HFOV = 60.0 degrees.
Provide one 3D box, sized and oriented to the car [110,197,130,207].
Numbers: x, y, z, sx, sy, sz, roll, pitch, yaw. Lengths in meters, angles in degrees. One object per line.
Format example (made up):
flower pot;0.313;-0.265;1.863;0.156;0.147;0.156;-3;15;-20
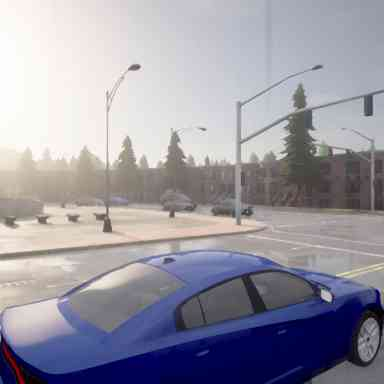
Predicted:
car;-11.851;1.478;51.294;5.008;1.535;1.882;0;0;30

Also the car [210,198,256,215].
car;4.307;1.478;35.629;1.882;1.535;5.008;0;0;-37

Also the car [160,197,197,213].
car;-1.519;1.564;37.511;1.994;1.385;4.181;0;0;-38

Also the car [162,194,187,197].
car;-1.841;1.222;43.309;2.150;2.045;5.566;0;0;-44

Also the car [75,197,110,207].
car;-15.037;1.493;49.118;4.902;1.511;2.128;0;0;27

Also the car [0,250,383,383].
car;0.427;1.478;4.100;5.008;1.535;1.882;0;0;-35

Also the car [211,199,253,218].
car;3.640;1.564;30.635;1.994;1.385;4.181;0;0;-36

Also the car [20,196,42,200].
car;-29.923;1.505;60.651;4.892;1.490;1.837;0;0;5
